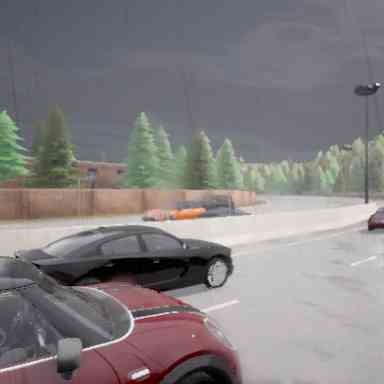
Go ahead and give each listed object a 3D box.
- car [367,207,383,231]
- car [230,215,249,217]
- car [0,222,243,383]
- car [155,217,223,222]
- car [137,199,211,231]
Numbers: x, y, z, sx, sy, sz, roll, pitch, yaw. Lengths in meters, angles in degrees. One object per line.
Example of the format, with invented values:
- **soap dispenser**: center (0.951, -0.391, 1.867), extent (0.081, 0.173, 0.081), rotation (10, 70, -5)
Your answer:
- **car**: center (12.092, 1.595, 20.041), extent (1.994, 1.385, 4.181), rotation (0, 0, 42)
- **car**: center (1.835, 1.591, 19.644), extent (4.181, 1.385, 1.994), rotation (0, 0, -44)
- **car**: center (-1.721, 1.355, 2.687), extent (4.553, 1.767, 2.097), rotation (0, 0, -36)
- **car**: center (-1.236, 1.487, 7.456), extent (5.008, 1.535, 1.882), rotation (0, 0, -38)
- **car**: center (-1.061, 1.380, 21.718), extent (4.553, 1.767, 2.097), rotation (0, 0, -44)
